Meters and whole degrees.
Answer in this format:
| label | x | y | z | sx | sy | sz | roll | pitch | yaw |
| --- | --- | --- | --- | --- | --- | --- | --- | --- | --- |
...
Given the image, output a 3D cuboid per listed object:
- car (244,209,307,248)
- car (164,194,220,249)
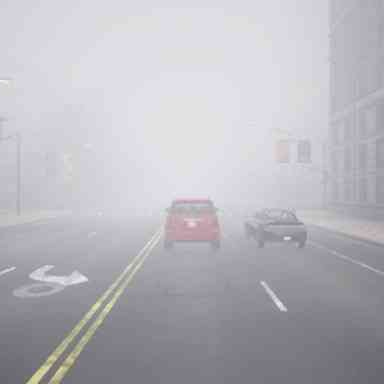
| label | x | y | z | sx | sy | sz | roll | pitch | yaw |
| --- | --- | --- | --- | --- | --- | --- | --- | --- | --- |
| car | 3.499 | 1.494 | 14.660 | 2.128 | 1.511 | 4.902 | 0 | 0 | 0 |
| car | -0.001 | 1.257 | 14.683 | 2.150 | 2.045 | 5.566 | 0 | 0 | 0 |
